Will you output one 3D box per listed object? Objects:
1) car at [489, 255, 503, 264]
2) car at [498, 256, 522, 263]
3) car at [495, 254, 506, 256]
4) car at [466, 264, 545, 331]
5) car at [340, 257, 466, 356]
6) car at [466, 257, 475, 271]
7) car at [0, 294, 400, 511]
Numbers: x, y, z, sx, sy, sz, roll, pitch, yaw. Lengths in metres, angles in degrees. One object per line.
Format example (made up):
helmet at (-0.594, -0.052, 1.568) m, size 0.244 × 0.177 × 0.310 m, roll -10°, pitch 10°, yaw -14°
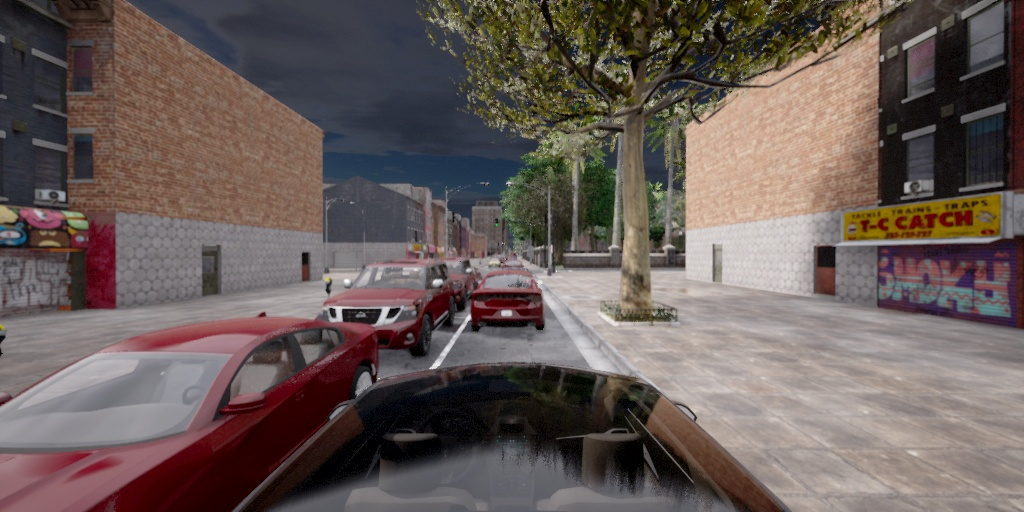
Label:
car at (-2.504, 0.921, 52.256) m, size 1.751 × 1.417 × 4.829 m, roll 0°, pitch 0°, yaw 0°
car at (0.080, 1.029, 29.649) m, size 1.882 × 1.535 × 5.008 m, roll 0°, pitch 1°, yaw 0°
car at (-2.492, 0.674, 57.694) m, size 2.192 × 1.841 × 5.009 m, roll 0°, pitch 0°, yaw 0°
car at (-0.067, 1.161, 10.810) m, size 1.882 × 1.535 × 5.008 m, roll 0°, pitch 0°, yaw 1°
car at (-2.617, 1.013, 8.649) m, size 2.192 × 1.841 × 5.009 m, roll 0°, pitch 0°, yaw 0°
car at (-2.601, 0.973, 14.261) m, size 2.192 × 1.841 × 5.009 m, roll 0°, pitch 0°, yaw 0°
car at (-2.634, 1.285, 3.038) m, size 1.888 × 1.381 × 4.507 m, roll 0°, pitch 0°, yaw 0°
